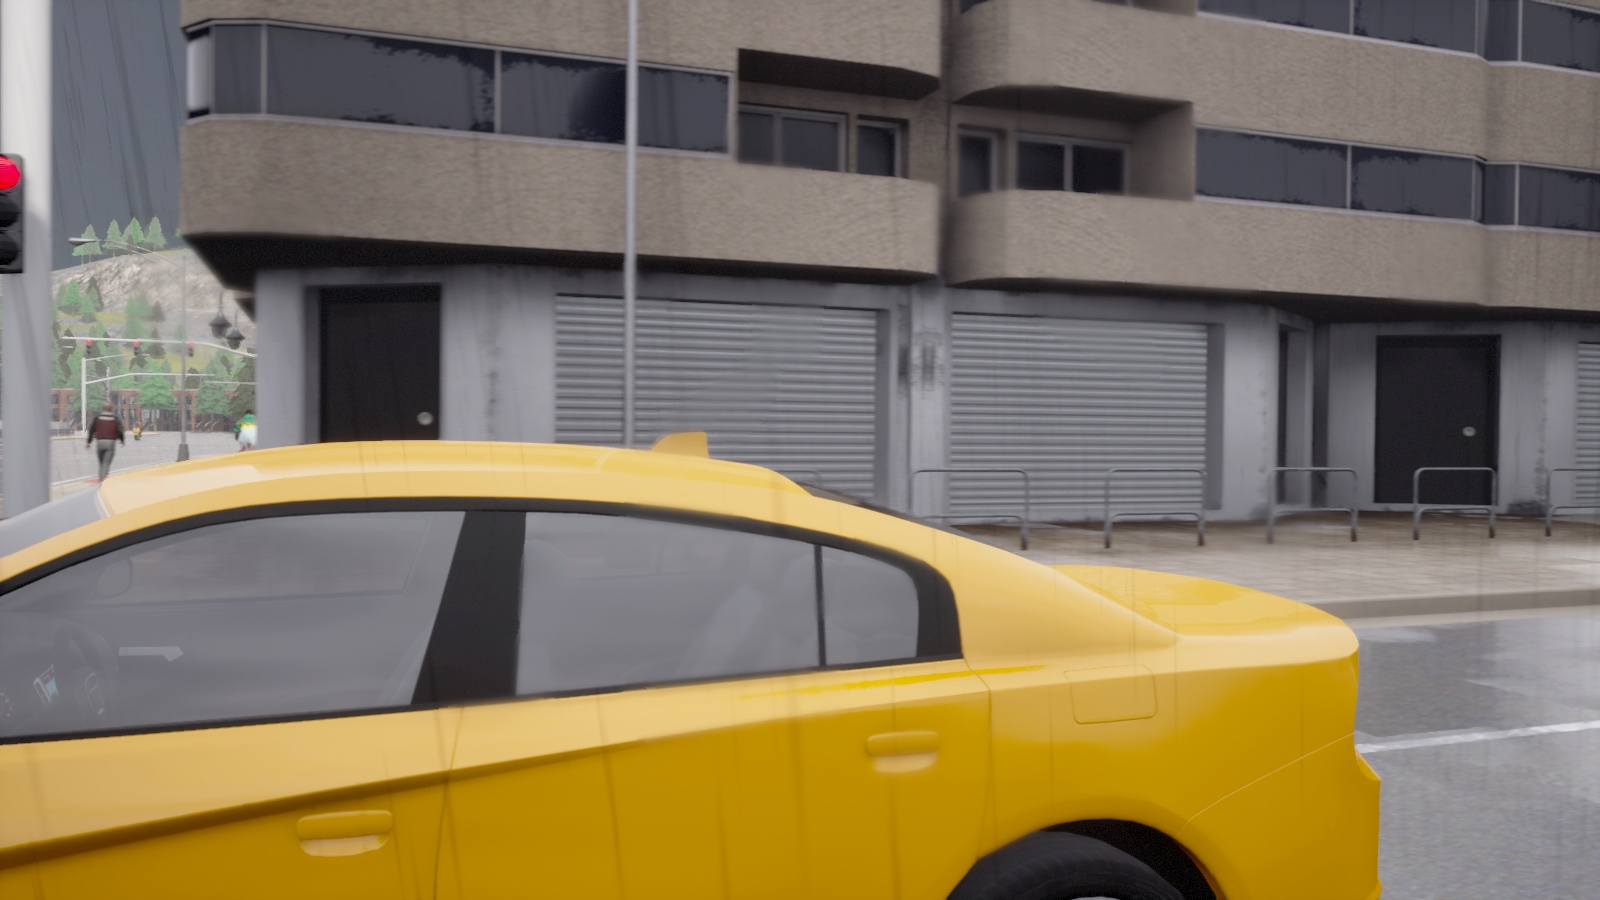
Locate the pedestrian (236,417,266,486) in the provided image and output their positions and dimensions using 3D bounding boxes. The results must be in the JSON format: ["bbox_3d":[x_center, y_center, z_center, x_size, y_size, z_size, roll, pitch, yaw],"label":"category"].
[{"bbox_3d":[-15.695,0.041,35.911,0.659,1.952,0.873,-1,1,-18],"label":"pedestrian"}]

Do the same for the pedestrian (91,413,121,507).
[{"bbox_3d":[-13.878,0.198,25.131,0.376,1.854,0.720,-1,1,-20],"label":"pedestrian"}]

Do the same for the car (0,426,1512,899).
[{"bbox_3d":[-1.076,0.739,2.936,5.008,1.535,1.882,-1,1,-18],"label":"car"}]
